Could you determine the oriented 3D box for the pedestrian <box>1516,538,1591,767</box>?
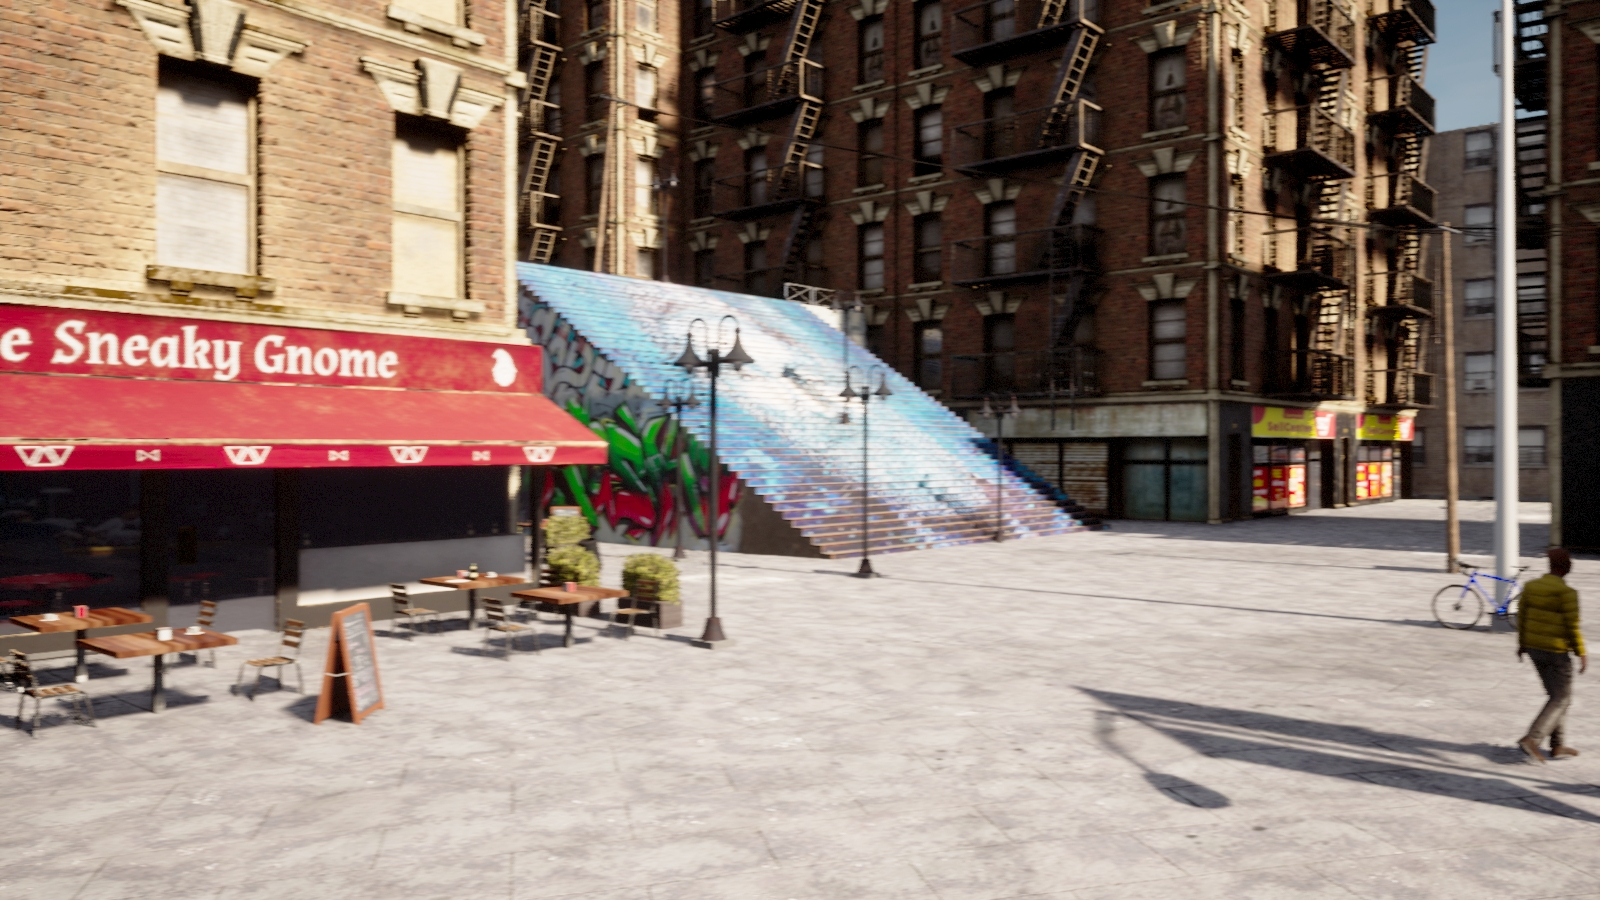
[{"bbox_3d":[6.377,1.691,9.677,0.375,1.860,0.375,0,0,-11],"label":"pedestrian"}]
